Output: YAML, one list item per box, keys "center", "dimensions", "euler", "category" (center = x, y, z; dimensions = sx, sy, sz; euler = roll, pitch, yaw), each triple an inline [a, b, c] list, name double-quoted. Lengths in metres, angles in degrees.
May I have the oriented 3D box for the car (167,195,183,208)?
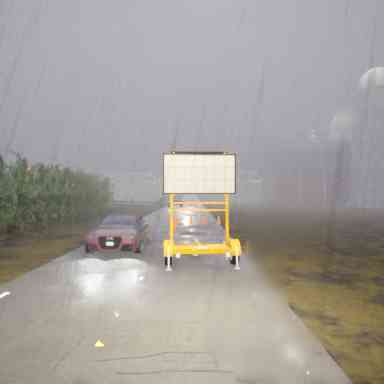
- center: [-2.544, 1.431, 51.111]
  dimensions: [2.150, 2.045, 5.566]
  euler: [0, 0, 0]
  category: "car"

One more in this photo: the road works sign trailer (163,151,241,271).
- center: [0.233, 0.471, 11.020]
  dimensions: [2.380, 3.560, 2.880]
  euler: [0, 0, -4]
  category: "road works sign trailer"

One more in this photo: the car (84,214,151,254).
- center: [-2.797, 1.574, 13.326]
  dimensions: [1.994, 1.385, 4.181]
  euler: [0, 0, 0]
  category: "car"
